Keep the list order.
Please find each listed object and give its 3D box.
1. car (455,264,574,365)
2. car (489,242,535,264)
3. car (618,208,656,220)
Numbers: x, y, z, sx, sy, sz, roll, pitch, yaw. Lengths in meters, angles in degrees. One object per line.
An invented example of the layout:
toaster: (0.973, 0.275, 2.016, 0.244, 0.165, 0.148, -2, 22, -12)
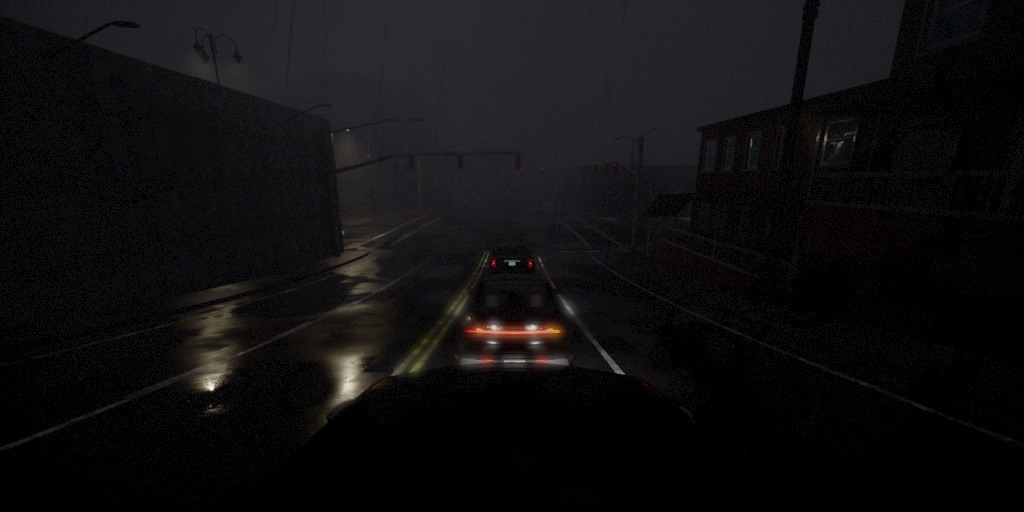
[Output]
car: (0.050, 1.121, 7.213, 1.837, 1.490, 4.892, 0, 2, 0)
car: (0.009, 0.085, 17.463, 2.097, 1.767, 4.553, 0, 7, 0)
car: (16.108, -5.503, 46.100, 4.674, 1.442, 1.812, 0, 12, 0)
